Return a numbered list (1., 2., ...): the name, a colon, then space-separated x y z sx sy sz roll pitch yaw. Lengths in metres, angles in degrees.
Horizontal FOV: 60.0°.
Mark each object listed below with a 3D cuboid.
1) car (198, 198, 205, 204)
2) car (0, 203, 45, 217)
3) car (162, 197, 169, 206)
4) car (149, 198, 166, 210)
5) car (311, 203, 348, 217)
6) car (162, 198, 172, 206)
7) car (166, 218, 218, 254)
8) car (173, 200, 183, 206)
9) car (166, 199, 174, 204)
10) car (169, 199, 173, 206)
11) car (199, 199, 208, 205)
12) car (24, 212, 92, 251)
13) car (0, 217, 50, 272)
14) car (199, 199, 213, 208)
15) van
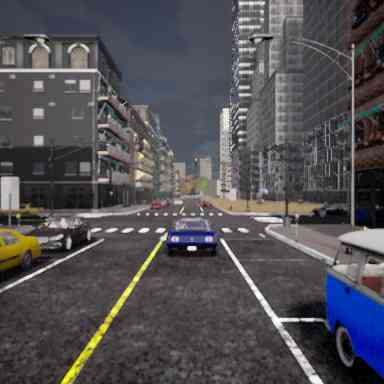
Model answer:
1. car: 2.668 2.478 92.193 1.887 1.381 4.507 -1 -1 0
2. car: -17.876 1.843 34.506 4.829 1.417 1.752 0 0 0
3. car: -5.689 2.022 58.247 1.967 1.590 4.097 -1 -1 0
4. car: -5.688 2.069 52.597 1.887 1.381 4.507 -1 -1 0
5. car: 14.683 1.812 34.552 4.313 1.339 1.947 0 0 0
6. car: -5.685 2.196 75.192 1.967 1.590 4.097 -1 -1 0
7. car: 0.006 1.740 14.092 1.895 1.301 4.718 0 -1 0
8. car: -2.982 2.324 73.185 1.895 1.301 4.718 0 -1 0
9. car: -5.680 2.455 86.489 1.802 1.307 4.206 -1 -1 0
10. car: -5.688 2.013 69.546 2.192 1.841 5.009 -1 -1 0
11. car: 2.665 2.366 80.896 2.008 1.369 4.403 -1 -1 0
12. car: -5.698 1.694 14.533 2.008 1.369 4.403 -1 -1 0
13. car: -5.699 1.611 8.699 1.752 1.417 4.829 -1 -1 0
14. car: 2.660 2.127 58.301 1.887 1.381 4.507 -1 -1 0
15. van: 2.676 1.373 3.170 1.690 1.788 3.998 -1 -1 0
